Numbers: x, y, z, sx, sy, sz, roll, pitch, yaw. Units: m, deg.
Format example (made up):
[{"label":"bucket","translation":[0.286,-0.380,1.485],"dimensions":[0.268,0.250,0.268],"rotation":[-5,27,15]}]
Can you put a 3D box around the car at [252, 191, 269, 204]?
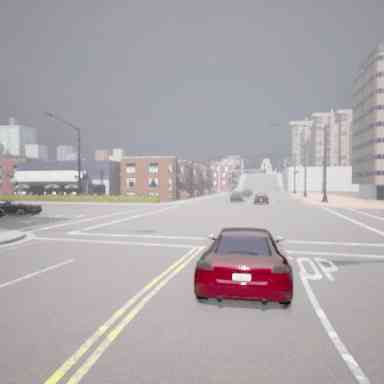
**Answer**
[{"label":"car","translation":[9.656,0.838,46.158],"dimensions":[1.812,1.442,4.674],"rotation":[0,1,13]}]

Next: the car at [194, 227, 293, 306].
[{"label":"car","translation":[1.289,1.551,8.147],"dimensions":[1.994,1.385,4.181],"rotation":[0,0,10]}]

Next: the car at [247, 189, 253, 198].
[{"label":"car","translation":[10.479,0.404,66.270],"dimensions":[1.994,1.385,4.181],"rotation":[0,1,13]}]

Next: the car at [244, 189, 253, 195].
[{"label":"car","translation":[13.554,-0.025,79.794],"dimensions":[1.882,1.535,5.008],"rotation":[0,1,13]}]

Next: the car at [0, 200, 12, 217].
[{"label":"car","translation":[-16.660,1.371,24.869],"dimensions":[5.357,1.411,2.033],"rotation":[0,1,14]}]

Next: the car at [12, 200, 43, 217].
[{"label":"car","translation":[-15.119,1.348,28.096],"dimensions":[4.718,1.301,1.895],"rotation":[0,1,14]}]

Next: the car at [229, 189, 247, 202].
[{"label":"car","translation":[6.705,0.731,49.823],"dimensions":[1.837,1.490,4.892],"rotation":[0,2,13]}]
